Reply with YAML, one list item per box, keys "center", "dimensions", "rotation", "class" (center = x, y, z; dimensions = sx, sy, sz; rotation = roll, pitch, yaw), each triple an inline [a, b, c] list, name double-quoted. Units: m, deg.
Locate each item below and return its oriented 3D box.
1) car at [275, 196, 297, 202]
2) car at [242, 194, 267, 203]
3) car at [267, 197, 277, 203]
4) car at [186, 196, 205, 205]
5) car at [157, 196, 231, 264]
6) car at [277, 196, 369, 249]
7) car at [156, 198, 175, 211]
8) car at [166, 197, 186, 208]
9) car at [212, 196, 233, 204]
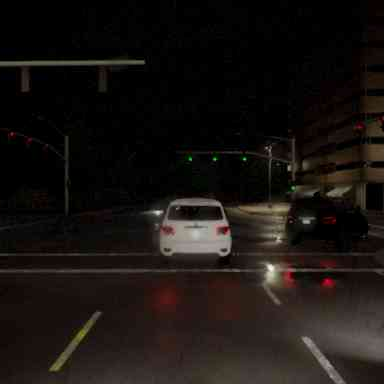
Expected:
- center: [21.884, 1.676, 77.555]
  dimensions: [4.674, 1.442, 1.812]
  rotation: [0, 0, -22]
  class: "car"
- center: [13.114, 1.366, 72.042]
  dimensions: [5.566, 2.045, 2.150]
  rotation: [0, 0, -41]
  class: "car"
- center: [18.242, 1.680, 71.531]
  dimensions: [5.357, 1.411, 2.033]
  rotation: [0, 0, -33]
  class: "car"
- center: [0.697, 1.599, 61.680]
  dimensions: [1.882, 1.535, 5.008]
  rotation: [0, 0, 23]
  class: "car"
- center: [0.104, 1.247, 12.031]
  dimensions: [2.150, 2.045, 5.566]
  rotation: [0, 0, 0]
  class: "car"
- center: [6.194, 1.256, 15.120]
  dimensions: [2.150, 2.045, 5.566]
  rotation: [-2, -1, 39]
  class: "car"
- center: [-3.337, 1.589, 42.919]
  dimensions: [1.837, 1.490, 4.892]
  rotation: [0, 0, 3]
  class: "car"
- center: [-2.396, 1.607, 52.155]
  dimensions: [1.837, 1.490, 4.892]
  rotation: [0, 0, 13]
  class: "car"
- center: [6.420, 1.663, 70.307]
  dimensions: [2.128, 1.511, 4.902]
  rotation: [0, 0, 38]
  class: "car"
